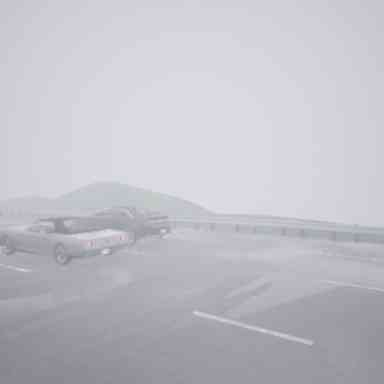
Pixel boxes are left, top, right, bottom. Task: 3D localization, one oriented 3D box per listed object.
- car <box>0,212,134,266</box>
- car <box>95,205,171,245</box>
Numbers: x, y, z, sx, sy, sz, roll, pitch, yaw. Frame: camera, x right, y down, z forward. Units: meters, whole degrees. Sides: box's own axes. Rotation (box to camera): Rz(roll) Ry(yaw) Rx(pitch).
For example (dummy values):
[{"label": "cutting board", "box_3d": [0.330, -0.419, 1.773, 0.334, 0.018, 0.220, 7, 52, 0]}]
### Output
[{"label": "car", "box_3d": [-4.441, 1.469, 11.094, 4.718, 1.301, 1.895, 0, 1, 33]}, {"label": "car", "box_3d": [-3.175, 1.323, 14.407, 4.902, 1.511, 2.128, 0, 1, 33]}]
